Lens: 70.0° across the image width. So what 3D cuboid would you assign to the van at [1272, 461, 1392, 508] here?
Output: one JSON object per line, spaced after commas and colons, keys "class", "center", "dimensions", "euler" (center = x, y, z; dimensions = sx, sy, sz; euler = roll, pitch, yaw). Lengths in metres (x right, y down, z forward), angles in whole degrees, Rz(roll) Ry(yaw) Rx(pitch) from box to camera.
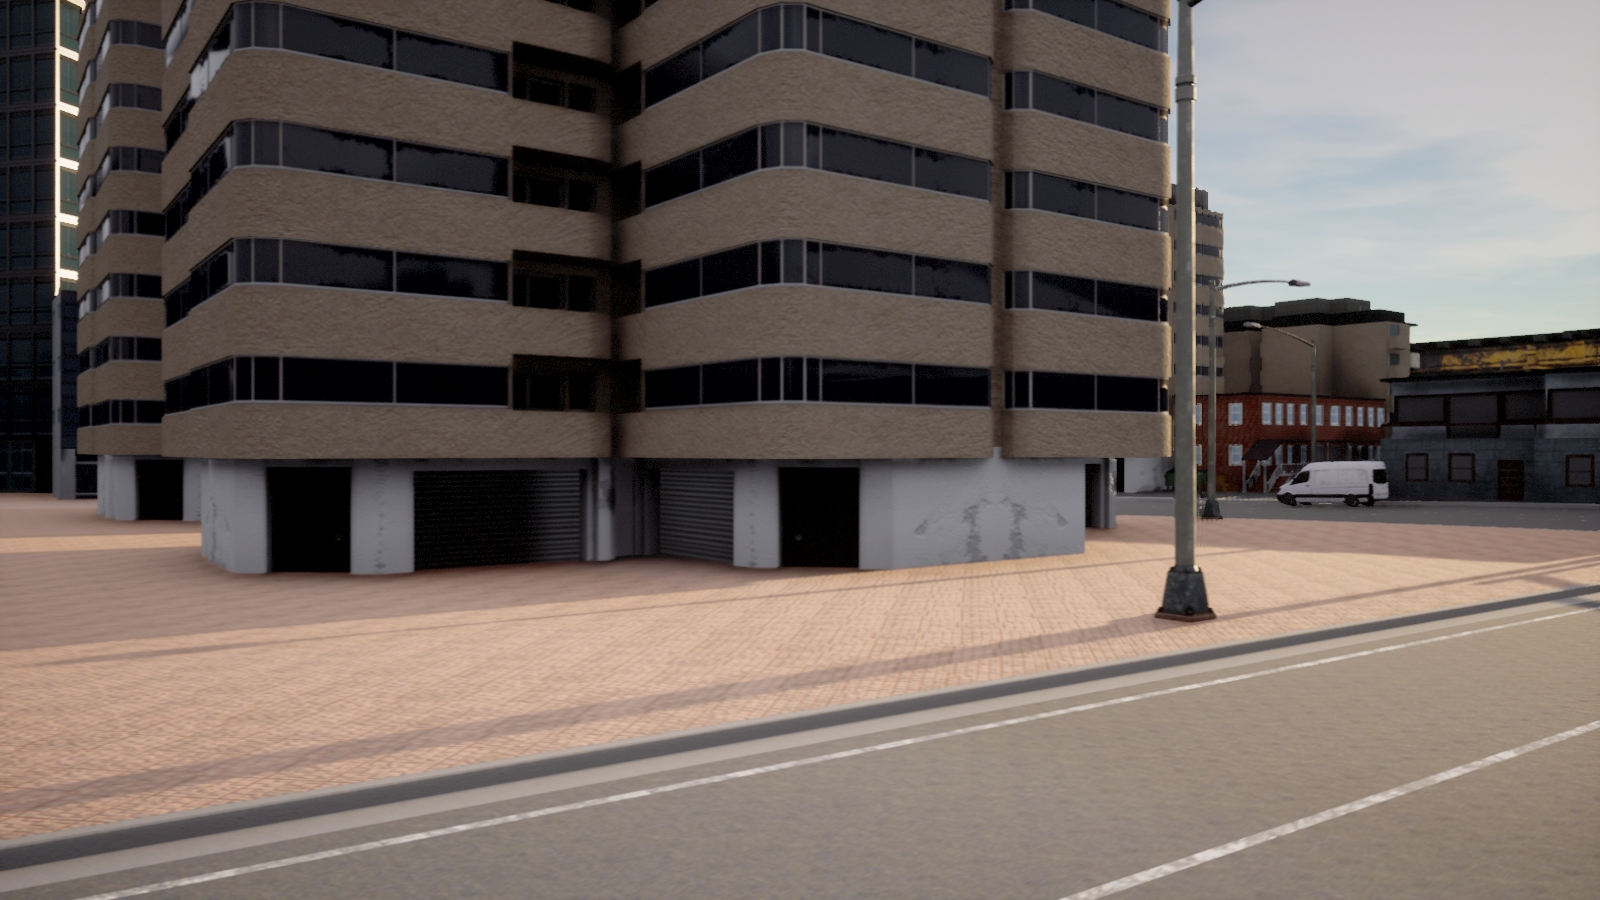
{"class": "van", "center": [30.162, 1.958, 64.966], "dimensions": [1.988, 2.561, 5.915], "euler": [0, -1, -37]}
